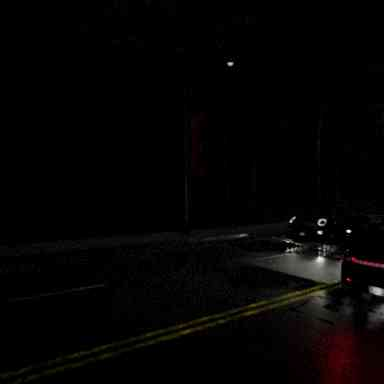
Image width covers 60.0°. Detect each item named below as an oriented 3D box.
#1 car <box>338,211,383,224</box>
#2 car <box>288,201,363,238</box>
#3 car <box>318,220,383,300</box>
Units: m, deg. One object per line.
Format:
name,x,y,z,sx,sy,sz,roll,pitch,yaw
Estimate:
car,8.238,1.596,13.555,4.718,1.301,1.895,0,0,-36
car,6.877,1.347,16.576,4.553,1.767,2.097,0,0,-35
car,5.160,1.489,7.121,4.902,1.511,2.128,0,0,-35
